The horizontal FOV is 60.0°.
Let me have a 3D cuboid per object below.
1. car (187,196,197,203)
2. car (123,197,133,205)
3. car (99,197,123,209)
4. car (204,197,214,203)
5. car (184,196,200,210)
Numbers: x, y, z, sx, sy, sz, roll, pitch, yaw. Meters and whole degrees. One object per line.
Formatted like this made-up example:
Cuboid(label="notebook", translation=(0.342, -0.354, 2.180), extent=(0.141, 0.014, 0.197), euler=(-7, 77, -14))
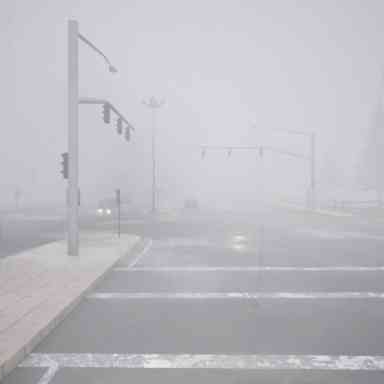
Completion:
Cuboid(label="car", translation=(-0.072, 1.564, 68.892), extent=(1.994, 1.385, 4.181), euler=(0, 0, 0))
Cuboid(label="car", translation=(-11.614, 1.548, 57.727), extent=(2.033, 1.411, 5.357), euler=(0, 0, 1))
Cuboid(label="car", translation=(-11.642, 1.491, 46.709), extent=(2.128, 1.511, 4.902), euler=(0, 0, 0))
Cuboid(label="car", translation=(3.428, 1.601, 68.927), extent=(1.895, 1.301, 4.718), euler=(0, 0, 0))
Cuboid(label="car", translation=(-0.045, 1.526, 43.457), extent=(1.812, 1.442, 4.674), euler=(0, 0, 0))
